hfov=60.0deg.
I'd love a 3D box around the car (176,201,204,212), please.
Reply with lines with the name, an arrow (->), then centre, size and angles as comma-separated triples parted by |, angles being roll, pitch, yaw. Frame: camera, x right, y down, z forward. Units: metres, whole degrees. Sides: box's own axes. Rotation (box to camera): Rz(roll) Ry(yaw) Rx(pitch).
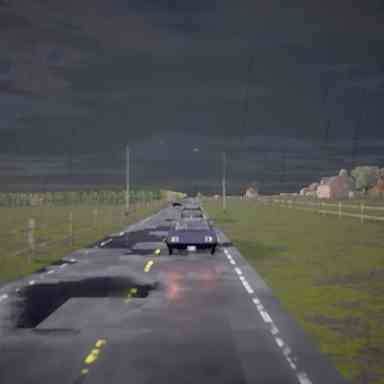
car -> -0.010, 1.790, 29.309 | 2.128, 1.511, 4.902 | 0, 0, 0

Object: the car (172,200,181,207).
car -> -2.820, 2.254, 64.127 | 1.895, 1.301, 4.718 | 0, -1, 1

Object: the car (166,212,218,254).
car -> -0.005, 1.744, 14.115 | 1.895, 1.301, 4.718 | 0, -1, 0
